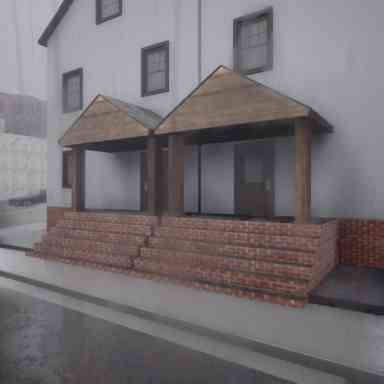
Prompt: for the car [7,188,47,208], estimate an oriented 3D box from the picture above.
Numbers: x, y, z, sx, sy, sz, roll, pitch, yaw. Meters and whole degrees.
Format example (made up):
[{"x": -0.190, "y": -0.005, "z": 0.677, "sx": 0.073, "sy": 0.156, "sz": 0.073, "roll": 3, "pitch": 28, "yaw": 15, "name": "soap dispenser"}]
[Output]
[{"x": -13.254, "y": 0.451, "z": 28.719, "sx": 1.895, "sy": 1.301, "sz": 4.718, "roll": 0, "pitch": 9, "yaw": 35, "name": "car"}]
